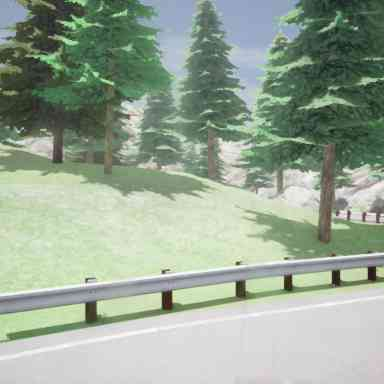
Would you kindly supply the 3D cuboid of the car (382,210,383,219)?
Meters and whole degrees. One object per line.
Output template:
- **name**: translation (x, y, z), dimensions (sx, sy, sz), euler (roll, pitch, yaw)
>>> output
- **car**: translation (16.073, 1.367, 23.645), dimensions (2.097, 1.767, 4.553), euler (0, 0, -20)
